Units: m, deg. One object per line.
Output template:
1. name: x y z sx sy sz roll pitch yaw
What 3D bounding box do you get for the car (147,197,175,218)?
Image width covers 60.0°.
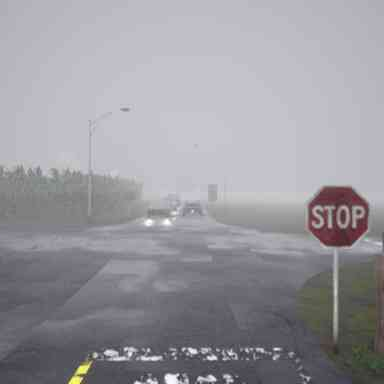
1. car: -2.895 1.472 30.074 1.882 1.535 5.008 0 0 0

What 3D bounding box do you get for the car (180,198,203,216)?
1. car: 0.048 1.499 32.614 1.837 1.490 4.892 0 0 0

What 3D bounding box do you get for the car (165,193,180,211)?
1. car: -2.906 1.344 40.998 2.097 1.767 4.553 0 0 0
